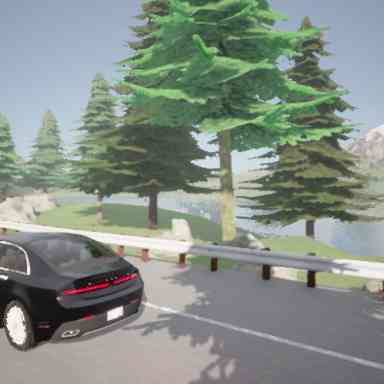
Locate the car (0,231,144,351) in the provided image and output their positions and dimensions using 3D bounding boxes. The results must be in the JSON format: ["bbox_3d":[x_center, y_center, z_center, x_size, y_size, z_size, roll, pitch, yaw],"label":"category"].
[{"bbox_3d":[-3.063,1.512,6.257,4.892,1.490,1.837,0,0,36],"label":"car"}]
